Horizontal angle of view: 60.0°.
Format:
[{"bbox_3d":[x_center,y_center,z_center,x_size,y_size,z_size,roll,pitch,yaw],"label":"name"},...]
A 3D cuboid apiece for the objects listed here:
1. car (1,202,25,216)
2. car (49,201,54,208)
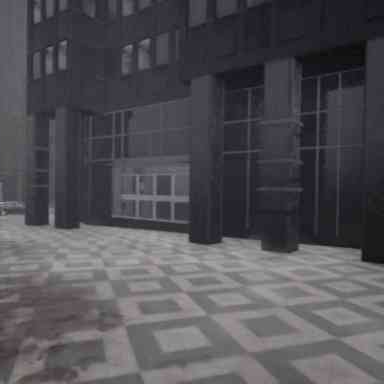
[{"bbox_3d":[-17.941,1.655,33.378,2.008,1.369,4.403,1,1,36],"label":"car"},{"bbox_3d":[-18.409,1.544,47.301,1.802,1.307,4.206,1,1,36],"label":"car"}]
